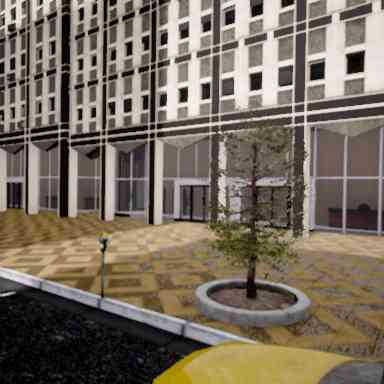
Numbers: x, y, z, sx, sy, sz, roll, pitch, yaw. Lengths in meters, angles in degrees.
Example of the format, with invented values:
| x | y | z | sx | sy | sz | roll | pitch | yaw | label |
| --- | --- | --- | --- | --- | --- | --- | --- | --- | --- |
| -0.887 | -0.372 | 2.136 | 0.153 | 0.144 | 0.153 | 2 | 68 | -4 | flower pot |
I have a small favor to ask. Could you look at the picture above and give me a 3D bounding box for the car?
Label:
| x | y | z | sx | sy | sz | roll | pitch | yaw | label |
| --- | --- | --- | --- | --- | --- | --- | --- | --- | --- |
| 1.684 | 1.530 | 1.665 | 4.829 | 1.417 | 1.752 | 1 | 1 | 35 | car |
